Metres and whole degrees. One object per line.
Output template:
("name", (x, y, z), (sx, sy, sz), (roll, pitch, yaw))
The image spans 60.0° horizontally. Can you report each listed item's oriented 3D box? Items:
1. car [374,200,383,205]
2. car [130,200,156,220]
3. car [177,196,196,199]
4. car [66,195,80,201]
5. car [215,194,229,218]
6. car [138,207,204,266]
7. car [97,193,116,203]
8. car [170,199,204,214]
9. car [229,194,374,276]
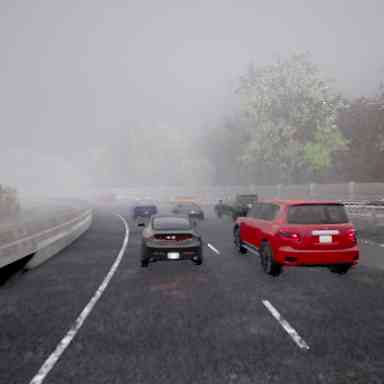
("car", (13.960, 1.358, 25.448), (4.892, 1.490, 1.837), (-1, 0, 45))
("car", (-4.205, 1.454, 28.431), (1.882, 1.535, 5.008), (0, 0, -15))
("car", (-1.043, 1.244, 43.647), (2.097, 1.767, 4.553), (0, 0, -35))
("car", (-29.642, 1.521, 82.485), (4.902, 1.511, 2.128), (0, 0, 43))
("car", (3.557, 1.171, 26.502), (2.150, 2.045, 5.566), (0, 0, -14))
("car", (-0.794, 1.492, 11.530), (1.837, 1.490, 4.892), (0, 0, -7))
("car", (-17.879, 1.191, 69.837), (2.150, 2.045, 5.566), (0, 0, -39))
("car", (-0.434, 1.525, 27.804), (1.994, 1.385, 4.181), (0, 0, -15))
("car", (2.888, 1.197, 10.500), (2.150, 2.045, 5.566), (0, 0, -6))
